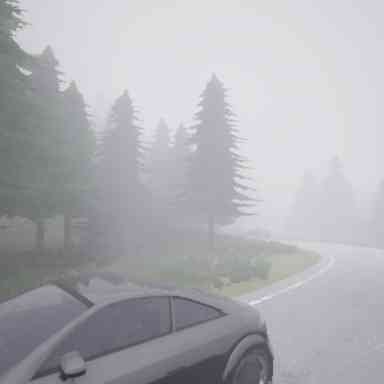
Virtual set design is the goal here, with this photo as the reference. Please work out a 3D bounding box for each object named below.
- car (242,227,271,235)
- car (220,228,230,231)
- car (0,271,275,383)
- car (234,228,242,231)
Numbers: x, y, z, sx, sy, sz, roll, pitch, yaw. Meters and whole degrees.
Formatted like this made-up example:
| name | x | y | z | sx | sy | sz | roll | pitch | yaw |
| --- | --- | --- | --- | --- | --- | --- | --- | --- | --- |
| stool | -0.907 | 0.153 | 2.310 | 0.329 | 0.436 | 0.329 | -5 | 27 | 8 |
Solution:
| name | x | y | z | sx | sy | sz | roll | pitch | yaw |
| --- | --- | --- | --- | --- | --- | --- | --- | --- | --- |
| car | 9.074 | 5.635 | 45.861 | 1.882 | 1.535 | 5.008 | 2 | -6 | -12 |
| car | 5.594 | 6.769 | 57.131 | 1.812 | 1.442 | 4.674 | 1 | -6 | 8 |
| car | -1.077 | 1.573 | 3.188 | 4.181 | 1.385 | 1.994 | 1 | -1 | -41 |
| car | 8.080 | 6.760 | 55.941 | 2.033 | 1.411 | 5.357 | 1 | -6 | 7 |
